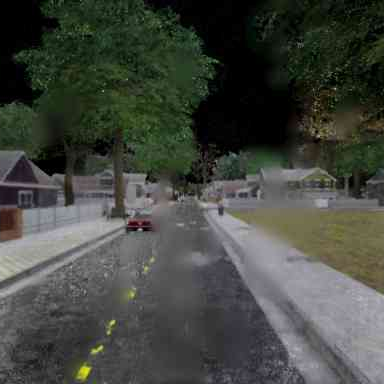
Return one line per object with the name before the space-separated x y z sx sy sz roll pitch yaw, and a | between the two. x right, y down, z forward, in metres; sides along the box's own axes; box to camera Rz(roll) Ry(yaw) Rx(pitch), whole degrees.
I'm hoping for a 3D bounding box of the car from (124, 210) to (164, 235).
car | -2.848 1.796 20.516 1.895 1.301 4.718 0 -1 0
